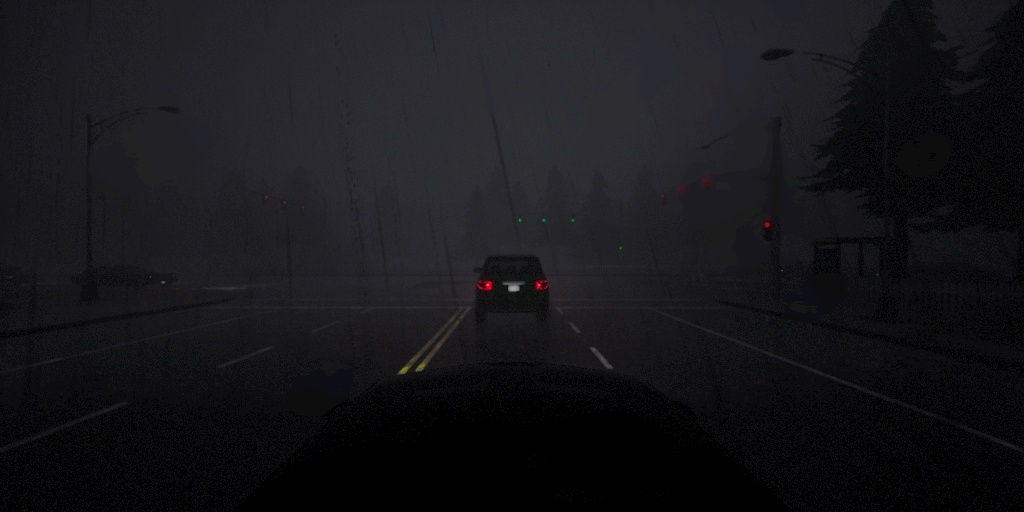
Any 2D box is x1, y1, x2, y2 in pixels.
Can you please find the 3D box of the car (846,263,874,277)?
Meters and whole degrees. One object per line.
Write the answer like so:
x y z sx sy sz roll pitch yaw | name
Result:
30.896 1.283 32.238 4.718 1.301 1.895 0 0 1 | car

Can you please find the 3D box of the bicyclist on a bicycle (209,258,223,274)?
-29.776 0.984 36.091 0.582 1.620 1.656 0 0 0 | bicyclist on a bicycle

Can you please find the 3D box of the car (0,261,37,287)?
-32.953 0.910 21.527 5.566 2.045 2.150 0 0 -1 | car

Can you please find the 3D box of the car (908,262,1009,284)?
31.139 1.162 25.117 5.008 1.535 1.882 0 0 1 | car

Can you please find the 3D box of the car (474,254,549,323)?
-0.117 0.967 12.309 2.150 2.045 5.566 0 0 -4 | car

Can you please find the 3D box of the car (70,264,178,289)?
-23.198 1.289 21.605 4.718 1.301 1.895 0 0 0 | car

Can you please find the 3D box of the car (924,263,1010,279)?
40.022 1.283 31.640 4.718 1.301 1.895 0 0 7 | car

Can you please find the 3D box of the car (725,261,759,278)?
21.791 1.208 32.305 4.674 1.442 1.812 0 0 0 | car

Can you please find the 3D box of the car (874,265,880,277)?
32.961 1.231 28.716 5.357 1.411 2.033 0 0 1 | car

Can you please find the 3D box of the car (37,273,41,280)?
-35.719 1.252 24.779 4.181 1.385 1.994 0 0 -4 | car

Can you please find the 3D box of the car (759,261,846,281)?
23.211 1.175 28.798 4.902 1.511 2.128 0 0 1 | car
